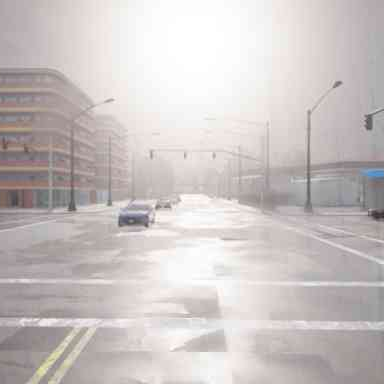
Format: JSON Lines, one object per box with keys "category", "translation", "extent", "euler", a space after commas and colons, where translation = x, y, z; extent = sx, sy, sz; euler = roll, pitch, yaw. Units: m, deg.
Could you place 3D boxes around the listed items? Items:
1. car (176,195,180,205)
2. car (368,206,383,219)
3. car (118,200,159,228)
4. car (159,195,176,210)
{"category": "car", "translation": [-3.521, 1.521, 58.653], "extent": [1.812, 1.442, 4.674], "euler": [0, 0, 0]}
{"category": "car", "translation": [16.630, 1.503, 26.469], "extent": [4.892, 1.490, 1.837], "euler": [0, 0, 0]}
{"category": "car", "translation": [-3.570, 1.444, 22.010], "extent": [1.882, 1.535, 5.008], "euler": [0, 0, 0]}
{"category": "car", "translation": [-3.559, 1.487, 43.187], "extent": [2.128, 1.511, 4.902], "euler": [0, 0, 0]}
